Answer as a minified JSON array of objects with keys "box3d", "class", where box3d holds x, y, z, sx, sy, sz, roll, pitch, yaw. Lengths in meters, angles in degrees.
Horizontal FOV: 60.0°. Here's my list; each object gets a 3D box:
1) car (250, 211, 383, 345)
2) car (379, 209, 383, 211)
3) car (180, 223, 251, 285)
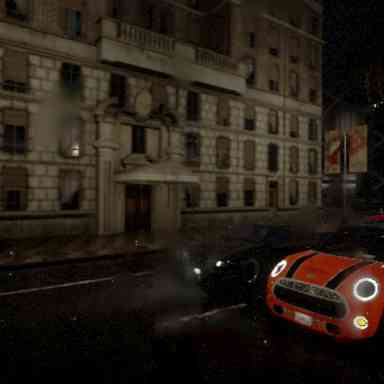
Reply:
[{"box3d":[3.585,1.423,6.536,4.553,1.767,2.097,1,0,-35],"class":"car"},{"box3d":[10.402,1.408,15.589,5.566,2.045,2.150,1,0,-34],"class":"car"},{"box3d":[2.304,1.628,9.931,5.357,1.411,2.033,1,0,-35],"class":"car"}]
